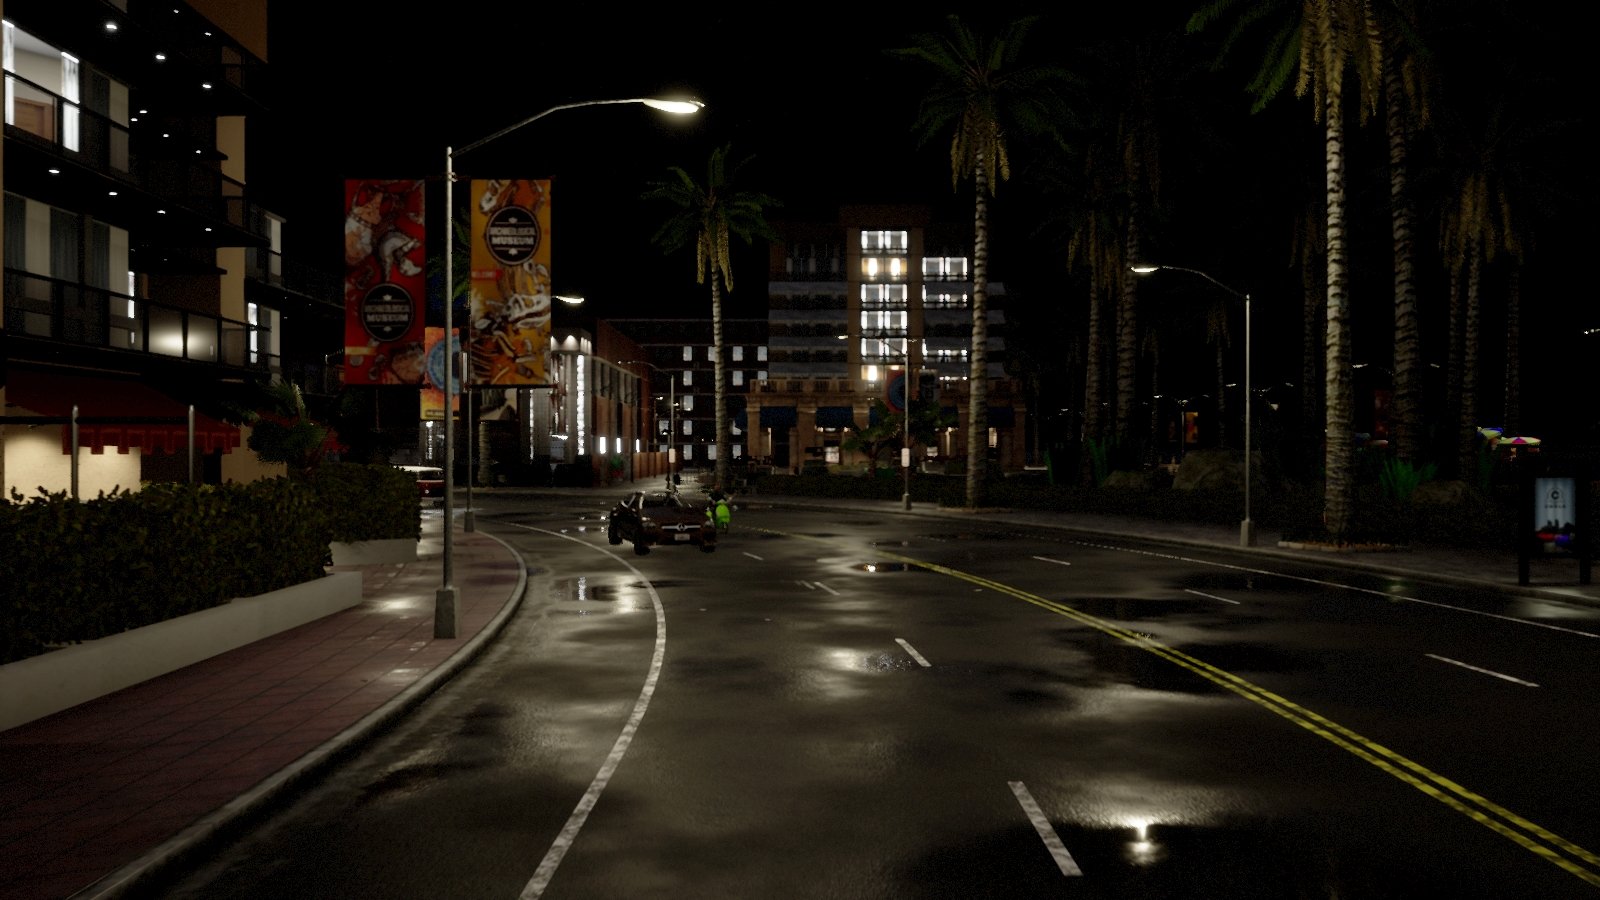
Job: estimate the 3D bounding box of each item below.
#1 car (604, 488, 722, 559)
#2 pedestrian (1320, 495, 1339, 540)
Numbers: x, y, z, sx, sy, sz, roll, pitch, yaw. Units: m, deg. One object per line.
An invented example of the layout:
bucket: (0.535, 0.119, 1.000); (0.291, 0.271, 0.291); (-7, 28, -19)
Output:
car: (-3.984, 1.993, 32.291); (2.152, 1.651, 5.027); (0, 0, -21)
pedestrian: (15.589, 1.979, 33.652); (0.375, 1.300, 0.375); (0, 0, -32)
